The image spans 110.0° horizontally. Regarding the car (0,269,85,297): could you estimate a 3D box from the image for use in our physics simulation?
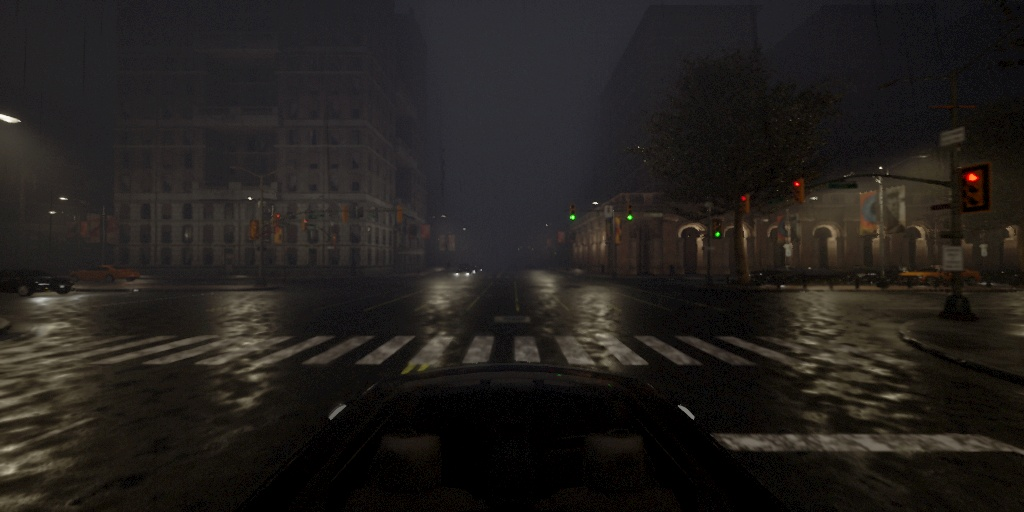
[{"bbox_3d":[-27.603,1.457,20.100,4.892,1.490,1.837,0,-1,0],"label":"car"}]

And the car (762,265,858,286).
[{"bbox_3d":[23.148,1.582,27.982,5.357,1.411,2.033,0,-1,0],"label":"car"}]

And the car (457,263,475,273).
[{"bbox_3d":[-7.063,1.820,53.633,1.837,1.490,4.892,0,-1,0],"label":"car"}]

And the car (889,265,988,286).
[{"bbox_3d":[33.113,1.511,27.920,5.008,1.535,1.882,0,-1,0],"label":"car"}]

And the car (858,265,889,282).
[{"bbox_3d":[32.952,1.563,31.423,4.902,1.511,2.128,0,-1,0],"label":"car"}]

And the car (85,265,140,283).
[{"bbox_3d":[-36.141,1.558,31.835,5.008,1.535,1.882,0,-1,0],"label":"car"}]

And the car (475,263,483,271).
[{"bbox_3d":[-6.972,1.970,63.489,2.033,1.411,5.357,0,-1,1],"label":"car"}]

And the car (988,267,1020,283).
[{"bbox_3d":[43.001,1.634,31.348,4.181,1.385,1.994,0,-1,1],"label":"car"}]

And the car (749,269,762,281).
[{"bbox_3d":[23.355,1.564,31.481,4.902,1.511,2.128,0,-1,0],"label":"car"}]

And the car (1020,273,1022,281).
[{"bbox_3d":[43.339,1.557,27.847,4.674,1.442,1.812,0,-1,1],"label":"car"}]
